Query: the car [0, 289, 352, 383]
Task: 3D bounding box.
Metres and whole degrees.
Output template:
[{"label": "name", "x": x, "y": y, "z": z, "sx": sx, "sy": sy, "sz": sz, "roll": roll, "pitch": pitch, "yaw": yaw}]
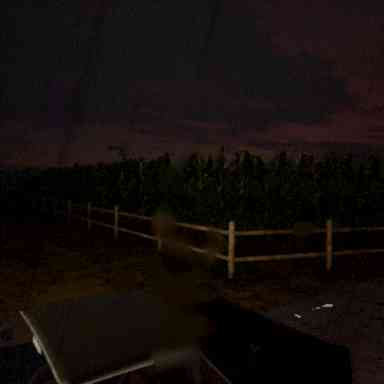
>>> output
[{"label": "car", "x": -0.958, "y": 1.601, "z": 2.379, "sx": 4.718, "sy": 1.301, "sz": 1.895, "roll": 0, "pitch": 0, "yaw": -35}]
